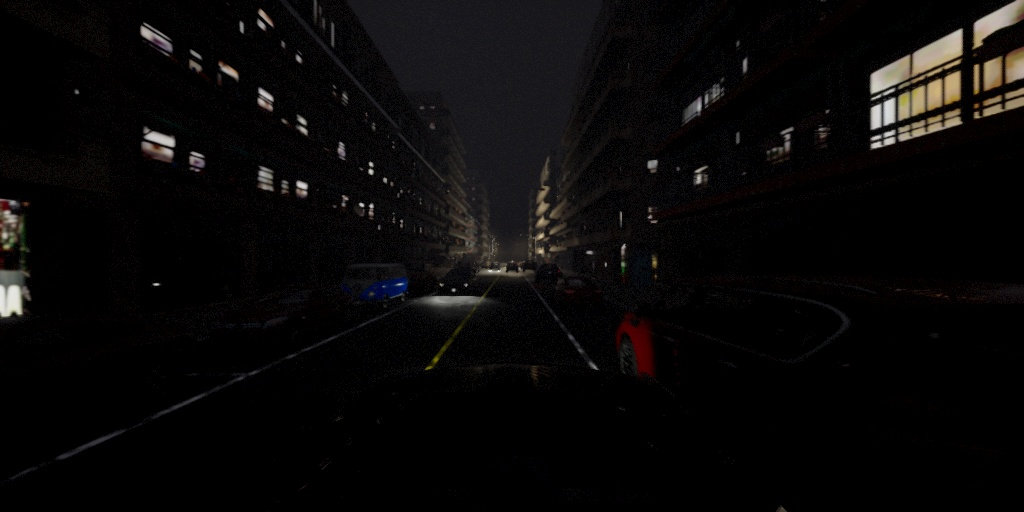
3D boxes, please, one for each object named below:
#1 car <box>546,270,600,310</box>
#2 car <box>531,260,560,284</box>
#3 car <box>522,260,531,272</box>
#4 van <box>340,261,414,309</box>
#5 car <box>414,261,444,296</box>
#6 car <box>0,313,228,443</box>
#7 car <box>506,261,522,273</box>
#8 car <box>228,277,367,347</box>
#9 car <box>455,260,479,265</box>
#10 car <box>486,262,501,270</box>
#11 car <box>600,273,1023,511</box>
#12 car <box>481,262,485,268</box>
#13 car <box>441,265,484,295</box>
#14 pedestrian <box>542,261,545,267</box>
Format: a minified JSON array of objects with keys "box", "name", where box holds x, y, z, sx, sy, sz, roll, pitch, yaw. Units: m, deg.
[{"box":[2.682,1.450,15.154,1.802,1.307,4.207,0,0,0],"name":"car"},{"box":[2.986,1.356,30.568,2.097,1.767,4.553,0,-1,0],"name":"car"},{"box":[2.662,1.536,54.799,2.192,1.841,5.009,0,0,0],"name":"car"},{"box":[-5.680,1.207,15.181,1.690,1.789,3.998,0,0,0],"name":"van"},{"box":[-5.711,1.231,20.844,2.192,1.841,5.009,0,0,0],"name":"car"},{"box":[-5.660,1.350,3.853,1.802,1.307,4.207,0,0,0],"name":"car"},{"box":[0.043,1.704,53.977,2.128,1.511,4.902,0,-1,0],"name":"car"},{"box":[-5.665,1.399,9.516,1.802,1.307,4.207,0,0,0],"name":"car"},{"box":[-5.713,1.433,43.499,2.192,1.841,5.009,0,0,0],"name":"car"},{"box":[-3.046,1.822,64.397,2.128,1.511,4.902,0,-1,0],"name":"car"},{"box":[2.688,1.084,3.827,2.192,1.841,5.009,0,0,0],"name":"car"},{"box":[-5.719,1.786,54.826,1.948,1.339,4.313,0,0,0],"name":"car"},{"box":[-3.110,1.473,21.785,2.033,1.411,5.357,0,0,0],"name":"car"},{"box":[2.940,1.323,33.360,0.375,1.860,0.375,-1,0,-5],"name":"pedestrian"}]
